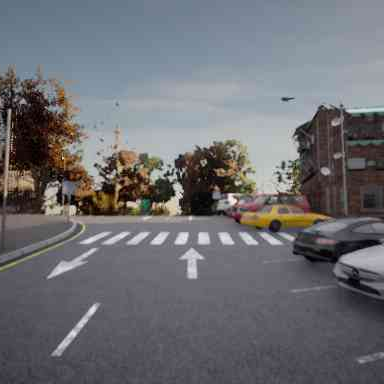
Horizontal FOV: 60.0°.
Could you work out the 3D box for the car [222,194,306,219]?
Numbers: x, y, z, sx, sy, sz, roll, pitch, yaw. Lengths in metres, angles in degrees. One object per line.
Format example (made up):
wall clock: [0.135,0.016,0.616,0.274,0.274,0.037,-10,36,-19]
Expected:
car: [5.252,1.146,22.302,5.566,2.045,2.435,1,0,-21]

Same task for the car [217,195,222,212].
car: [5.128,1.266,31.330,5.566,2.045,2.435,2,-5,-20]

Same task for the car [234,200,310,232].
car: [5.470,1.409,19.355,5.366,1.575,1.946,1,0,-20]

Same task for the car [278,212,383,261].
car: [5.314,1.485,10.235,4.674,1.452,2.002,1,0,-20]

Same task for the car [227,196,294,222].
car: [5.211,1.260,25.354,4.553,1.767,2.185,1,0,-21]

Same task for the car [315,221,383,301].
car: [5.319,1.498,7.206,4.674,1.452,2.002,1,0,-20]
